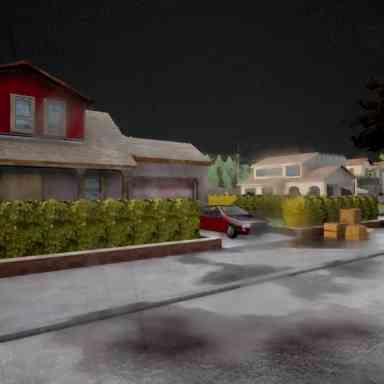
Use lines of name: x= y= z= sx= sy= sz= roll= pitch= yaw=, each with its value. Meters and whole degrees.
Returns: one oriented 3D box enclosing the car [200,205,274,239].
car: x=1.530 y=1.356 z=16.517 sx=2.033 sy=1.415 sz=5.357 roll=0 pitch=0 yaw=-33
